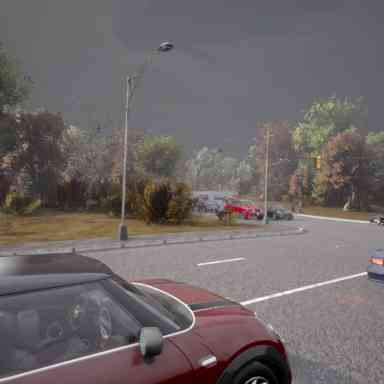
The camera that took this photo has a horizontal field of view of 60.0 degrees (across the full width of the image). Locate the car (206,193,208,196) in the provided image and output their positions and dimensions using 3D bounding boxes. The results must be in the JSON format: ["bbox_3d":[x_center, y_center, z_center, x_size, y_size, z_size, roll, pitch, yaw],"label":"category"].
[{"bbox_3d":[2.862,1.043,78.373,2.128,1.511,4.902,2,2,-1],"label":"car"}]

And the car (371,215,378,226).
[{"bbox_3d":[19.389,2.532,31.322,2.128,1.511,4.902,3,-2,-27],"label":"car"}]

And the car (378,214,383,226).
[{"bbox_3d":[18.106,2.411,26.245,2.033,1.411,5.357,3,-2,-29],"label":"car"}]

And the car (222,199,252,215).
[{"bbox_3d":[5.939,1.993,44.413,2.097,1.767,4.553,3,0,-19],"label":"car"}]

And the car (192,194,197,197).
[{"bbox_3d":[-0.839,1.372,54.967,2.150,2.045,5.566,2,2,-13],"label":"car"}]

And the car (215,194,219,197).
[{"bbox_3d":[6.316,1.164,79.456,1.994,1.385,4.181,2,2,-1],"label":"car"}]

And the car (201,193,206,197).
[{"bbox_3d":[0.743,1.253,65.111,2.097,1.767,4.553,2,2,-9],"label":"car"}]

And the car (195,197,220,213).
[{"bbox_3d":[2.042,1.961,44.918,1.837,1.490,4.892,3,0,-18],"label":"car"}]

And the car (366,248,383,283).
[{"bbox_3d":[6.540,1.662,8.442,5.357,1.411,2.033,2,-1,-36],"label":"car"}]

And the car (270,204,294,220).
[{"bbox_3d":[9.034,2.096,36.440,2.097,1.767,4.553,3,-1,-23],"label":"car"}]

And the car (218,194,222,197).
[{"bbox_3d":[7.401,1.557,69.251,1.837,1.490,4.892,2,3,-8],"label":"car"}]

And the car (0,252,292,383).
[{"bbox_3d":[-1.211,1.354,2.883,4.553,1.767,2.097,0,0,-36],"label":"car"}]

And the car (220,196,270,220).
[{"bbox_3d":[5.533,1.809,35.657,2.150,2.045,5.566,3,-1,-22],"label":"car"}]

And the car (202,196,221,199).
[{"bbox_3d":[3.098,1.939,53.770,1.994,1.385,4.181,2,1,-15],"label":"car"}]
